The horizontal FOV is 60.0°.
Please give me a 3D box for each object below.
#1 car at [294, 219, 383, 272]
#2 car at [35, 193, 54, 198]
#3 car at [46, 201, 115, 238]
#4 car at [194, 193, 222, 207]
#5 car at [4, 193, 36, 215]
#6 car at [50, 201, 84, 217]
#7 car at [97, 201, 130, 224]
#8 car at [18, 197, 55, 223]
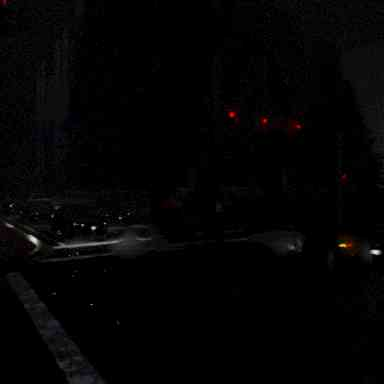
[{"bbox_3d":[4.826,1.553,10.740,1.994,1.385,4.181,0,0,0],"label":"car"},{"bbox_3d":[-18.302,1.169,40.528,2.150,2.045,5.566,0,0,-36],"label":"car"},{"bbox_3d":[-6.035,1.451,17.588,1.837,1.490,4.892,0,0,-36],"label":"car"},{"bbox_3d":[1.964,1.118,46.930,1.905,1.878,3.866,0,0,-36],"label":"car"},{"bbox_3d":[-17.469,1.300,33.396,2.097,1.767,4.553,0,0,-36],"label":"car"},{"bbox_3d":[-12.058,1.548,31.888,1.895,1.301,4.718,0,0,-36],"label":"car"},{"bbox_3d":[-6.092,1.451,23.647,1.837,1.490,4.892,0,0,-36],"label":"car"},{"bbox_3d":[-11.600,1.424,25.285,1.882,1.535,5.008,0,0,-36],"label":"car"}]
